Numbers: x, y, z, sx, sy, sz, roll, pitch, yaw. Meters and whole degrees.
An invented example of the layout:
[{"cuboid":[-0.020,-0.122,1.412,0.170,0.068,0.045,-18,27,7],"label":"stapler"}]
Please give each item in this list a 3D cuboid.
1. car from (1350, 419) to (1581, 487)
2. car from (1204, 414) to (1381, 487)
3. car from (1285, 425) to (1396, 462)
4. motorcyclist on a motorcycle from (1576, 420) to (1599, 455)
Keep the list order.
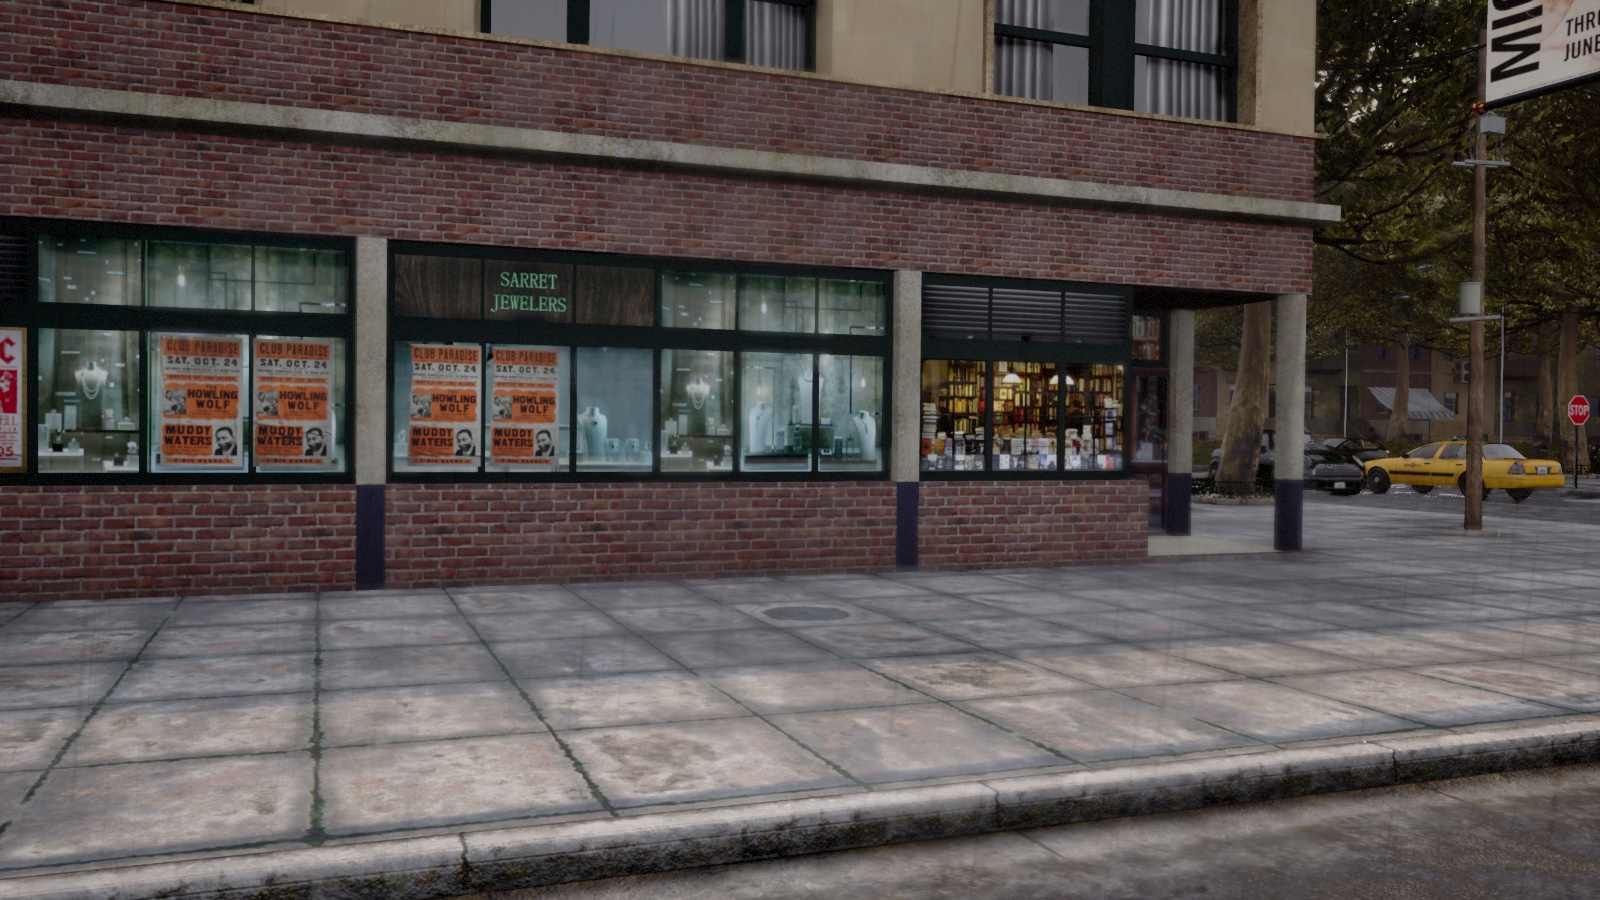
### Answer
[{"cuboid":[16.871,0.031,32.208,1.801,1.575,5.366,-1,1,-22],"label":"car"},{"cuboid":[12.858,-0.021,33.128,2.097,1.767,4.553,-1,1,-14],"label":"car"},{"cuboid":[22.585,-0.286,52.477,4.193,1.474,1.816,-1,1,-21],"label":"car"},{"cuboid":[36.879,-0.590,57.943,1.817,1.590,0.866,-1,1,-21],"label":"motorcyclist on a motorcycle"}]
